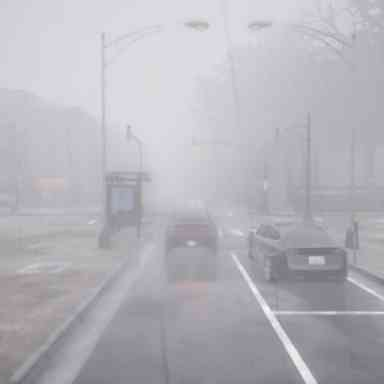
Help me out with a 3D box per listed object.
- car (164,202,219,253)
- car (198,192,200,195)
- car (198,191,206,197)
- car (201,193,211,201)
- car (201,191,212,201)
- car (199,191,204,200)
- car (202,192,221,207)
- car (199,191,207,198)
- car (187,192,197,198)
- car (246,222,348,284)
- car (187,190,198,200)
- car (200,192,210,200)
[{"bbox_3d":[-0.030,1.341,12.855,1.837,1.490,4.892,0,1,0],"label":"car"},{"bbox_3d":[2.619,0.697,57.938,2.192,1.841,5.009,-1,0,0],"label":"car"},{"bbox_3d":[2.749,0.638,91.434,1.882,1.535,5.008,0,0,0],"label":"car"},{"bbox_3d":[2.623,0.864,63.560,1.752,1.417,4.829,-1,0,0],"label":"car"},{"bbox_3d":[2.624,0.997,47.209,1.752,1.417,4.829,-1,1,0],"label":"car"},{"bbox_3d":[2.624,0.976,52.491,2.008,1.369,4.403,-1,0,0],"label":"car"},{"bbox_3d":[2.625,1.075,41.590,2.008,1.369,4.403,-1,1,0],"label":"car"},{"bbox_3d":[2.620,0.667,79.740,1.967,1.590,4.097,-1,0,0],"label":"car"},{"bbox_3d":[-0.001,0.619,76.566,2.033,1.411,5.357,0,0,0],"label":"car"},{"bbox_3d":[2.627,1.448,9.078,1.947,1.339,4.313,-1,1,0],"label":"car"},{"bbox_3d":[0.039,0.682,64.942,2.097,1.767,4.553,0,1,1],"label":"car"},{"bbox_3d":[2.621,0.740,68.840,1.967,1.590,4.097,-1,0,0],"label":"car"}]
